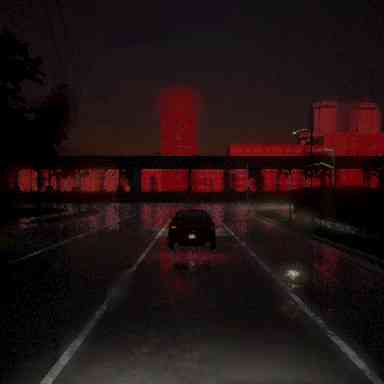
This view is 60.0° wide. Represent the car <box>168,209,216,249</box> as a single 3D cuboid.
[{"bbox_3d":[0.000,1.482,14.650,1.882,1.535,5.008,0,0,0],"label":"car"}]
